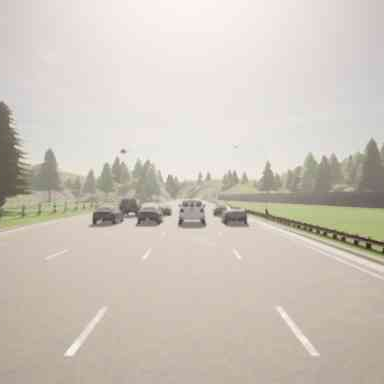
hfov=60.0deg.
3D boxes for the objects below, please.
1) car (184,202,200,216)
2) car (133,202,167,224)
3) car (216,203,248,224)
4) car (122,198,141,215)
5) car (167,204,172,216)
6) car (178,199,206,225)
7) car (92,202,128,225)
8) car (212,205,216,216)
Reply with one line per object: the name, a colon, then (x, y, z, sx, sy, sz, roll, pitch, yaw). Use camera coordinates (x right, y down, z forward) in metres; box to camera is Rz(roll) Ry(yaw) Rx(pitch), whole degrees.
car: (0.019, 2.041, 40.810, 1.882, 1.535, 5.008, 0, 0, 0)
car: (-3.498, 1.901, 28.556, 1.837, 1.490, 4.892, 0, 0, 0)
car: (3.497, 1.881, 28.125, 2.128, 1.511, 4.902, 0, -1, 0)
car: (-6.998, 1.762, 39.093, 2.150, 2.045, 5.566, 0, -1, 0)
car: (-3.483, 2.120, 40.285, 1.994, 1.385, 4.181, 0, -1, 0)
car: (-0.003, 1.610, 28.138, 2.150, 2.045, 5.566, 0, -1, 0)
car: (-7.003, 1.893, 28.104, 1.837, 1.490, 4.892, 0, -1, 0)
car: (3.512, 2.078, 40.005, 1.812, 1.442, 4.674, 0, -1, 0)
